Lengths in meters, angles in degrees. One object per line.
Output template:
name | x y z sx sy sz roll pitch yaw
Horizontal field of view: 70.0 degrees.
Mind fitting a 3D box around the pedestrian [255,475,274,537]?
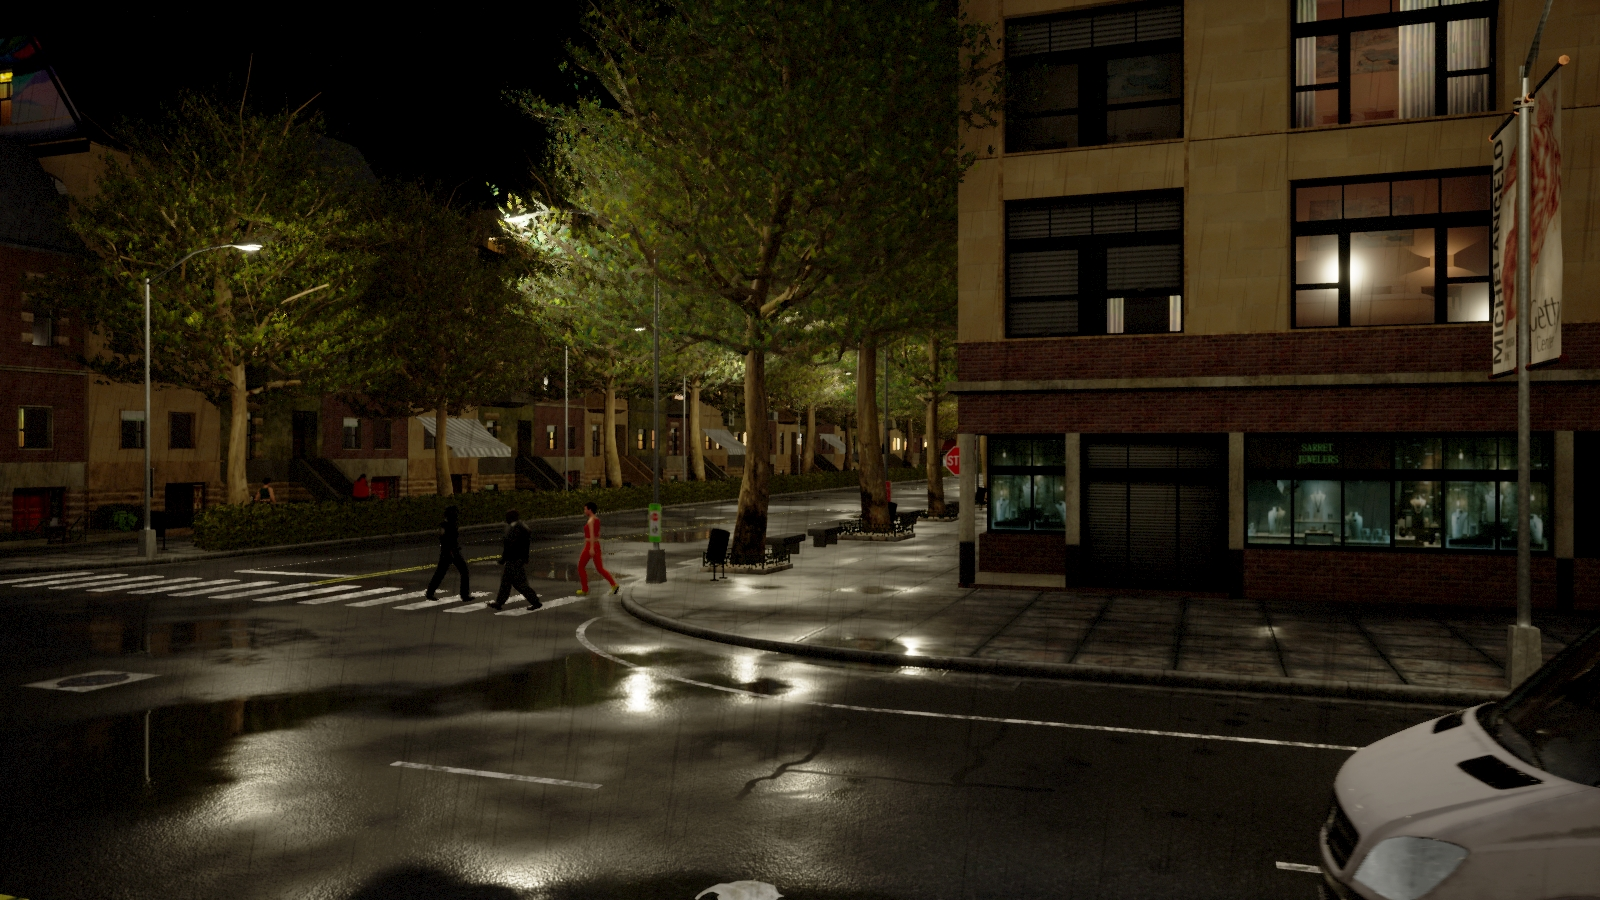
pedestrian | -16.319 1.696 34.809 0.375 1.860 0.375 0 0 5

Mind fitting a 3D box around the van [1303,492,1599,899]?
van | 5.509 1.534 5.026 5.915 2.561 1.988 0 0 20

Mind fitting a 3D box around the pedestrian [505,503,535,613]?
pedestrian | -4.829 1.849 19.722 0.375 1.860 0.375 0 0 9

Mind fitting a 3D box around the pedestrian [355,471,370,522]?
pedestrian | -16.047 1.696 41.900 0.375 1.860 0.375 0 0 20

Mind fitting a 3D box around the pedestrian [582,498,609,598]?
pedestrian | -3.880 1.849 21.714 0.375 1.860 0.375 0 0 17

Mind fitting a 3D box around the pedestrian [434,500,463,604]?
pedestrian | -6.433 1.849 20.911 0.375 1.860 0.375 0 0 16

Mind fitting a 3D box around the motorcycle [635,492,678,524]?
motorcycle | -5.488 2.213 43.868 0.803 1.145 2.033 0 0 20
